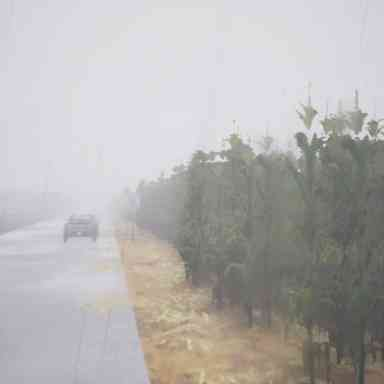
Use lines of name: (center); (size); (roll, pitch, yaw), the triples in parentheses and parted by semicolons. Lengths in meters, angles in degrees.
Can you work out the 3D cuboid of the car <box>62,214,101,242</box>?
car: (-6.667, 2.092, 20.262); (2.128, 1.511, 4.902); (1, -2, -14)
